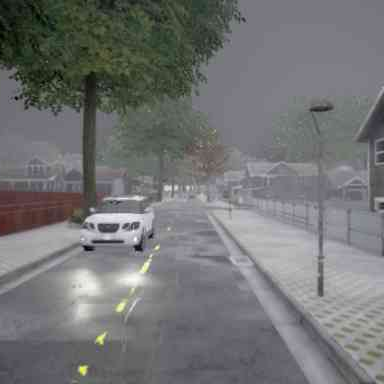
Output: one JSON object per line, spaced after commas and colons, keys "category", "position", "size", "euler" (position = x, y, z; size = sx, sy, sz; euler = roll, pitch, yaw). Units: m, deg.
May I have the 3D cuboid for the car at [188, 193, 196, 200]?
{"category": "car", "position": [0.019, 1.193, 83.690], "size": [1.837, 1.490, 4.892], "euler": [0, 0, 0]}

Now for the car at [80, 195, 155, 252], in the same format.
{"category": "car", "position": [-2.845, 1.175, 13.981], "size": [2.150, 2.045, 5.566], "euler": [0, 0, 0]}

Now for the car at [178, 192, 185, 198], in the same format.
{"category": "car", "position": [-2.729, 0.833, 89.947], "size": [1.837, 1.490, 4.892], "euler": [0, 0, 0]}
